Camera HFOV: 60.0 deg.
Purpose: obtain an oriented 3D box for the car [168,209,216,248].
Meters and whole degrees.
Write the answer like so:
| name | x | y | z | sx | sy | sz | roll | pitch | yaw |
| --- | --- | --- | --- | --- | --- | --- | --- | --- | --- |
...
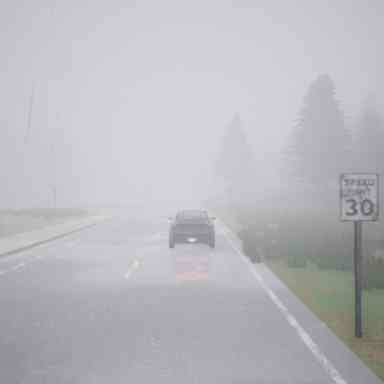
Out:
| name | x | y | z | sx | sy | sz | roll | pitch | yaw |
| --- | --- | --- | --- | --- | --- | --- | --- | --- | --- |
| car | 0.000 | 1.515 | 14.650 | 1.837 | 1.490 | 4.892 | 0 | 0 | 0 |
